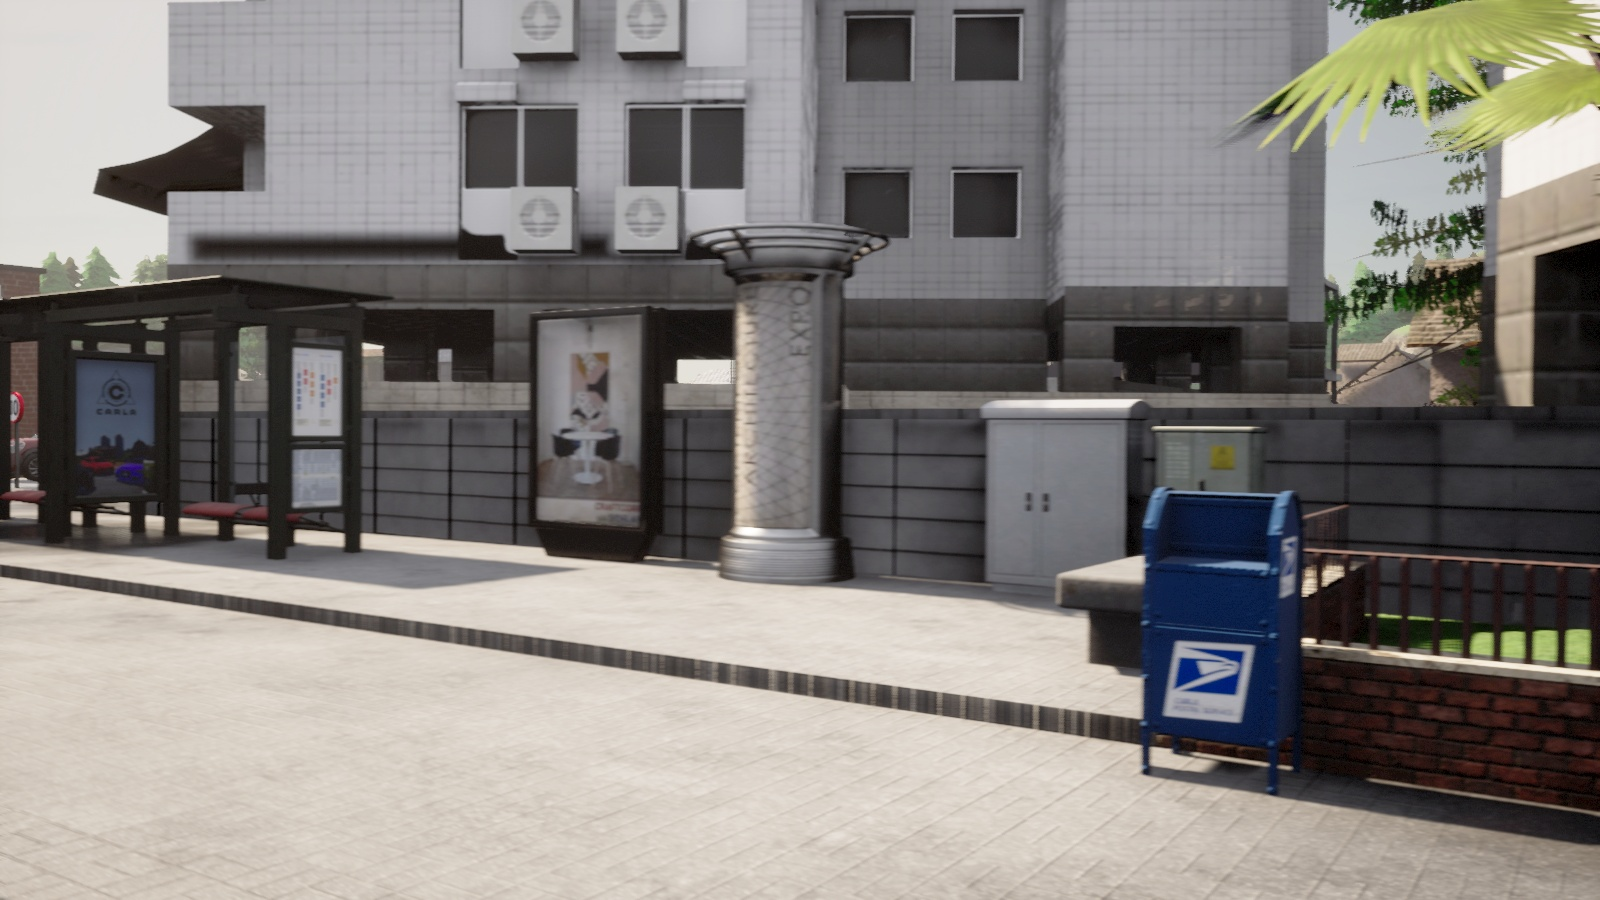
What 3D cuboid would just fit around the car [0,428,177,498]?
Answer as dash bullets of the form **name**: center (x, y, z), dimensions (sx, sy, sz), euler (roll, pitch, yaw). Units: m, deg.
- **car**: center (-19.990, 0.298, 34.652), dimensions (2.097, 1.767, 4.553), euler (0, 1, 34)
